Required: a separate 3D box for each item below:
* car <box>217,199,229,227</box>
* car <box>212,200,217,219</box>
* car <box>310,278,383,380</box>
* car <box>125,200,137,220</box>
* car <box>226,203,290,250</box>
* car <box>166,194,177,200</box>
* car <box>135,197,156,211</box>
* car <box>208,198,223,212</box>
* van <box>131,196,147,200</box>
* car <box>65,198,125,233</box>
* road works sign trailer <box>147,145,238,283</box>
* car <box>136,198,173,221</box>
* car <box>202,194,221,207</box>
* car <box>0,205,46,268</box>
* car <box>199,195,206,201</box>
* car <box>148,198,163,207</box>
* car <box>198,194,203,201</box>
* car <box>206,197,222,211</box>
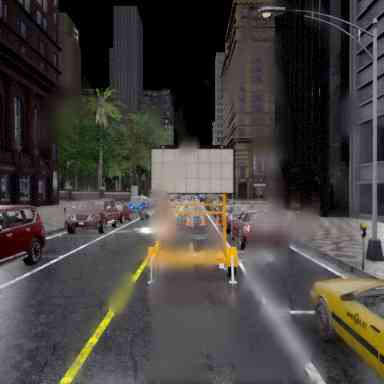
[{"bbox_3d":[2.784,1.442,19.743,1.967,1.590,4.097,0,0,0],"label":"car"},{"bbox_3d":[2.790,1.549,25.168,1.887,1.381,4.507,0,0,0],"label":"car"},{"bbox_3d":[2.765,1.525,3.638,1.752,1.417,4.829,0,0,0],"label":"car"},{"bbox_3d":[-5.734,1.549,25.191,1.887,1.381,4.507,0,0,0],"label":"car"},{"bbox_3d":[2.777,1.441,14.318,1.967,1.590,4.097,0,0,0],"label":"car"},{"bbox_3d":[-5.660,1.560,84.182,2.008,1.369,4.403,0,0,0],"label":"car"},{"bbox_3d":[-5.714,1.451,41.470,1.967,1.590,4.097,0,0,0],"label":"car"},{"bbox_3d":[2.798,1.558,30.593,2.008,1.369,4.403,0,0,0],"label":"car"},{"bbox_3d":[-5.721,1.350,36.044,1.690,1.788,3.998,0,0,0],"label":"van"},{"bbox_3d":[-5.742,1.317,19.766,2.192,1.841,5.009,0,0,0],"label":"car"},{"bbox_3d":[0.013,0.464,9.596,2.380,3.560,2.880,0,0,0],"label":"road works sign trailer"},{"bbox_3d":[-2.966,1.497,26.958,2.128,1.511,4.902,0,0,0],"label":"car"},{"bbox_3d":[2.811,1.326,41.444,2.192,1.841,5.009,0,0,0],"label":"car"},{"bbox_3d":[-5.755,1.315,8.914,2.192,1.841,5.009,0,0,0],"label":"car"},{"bbox_3d":[2.872,1.532,89.742,1.752,1.417,4.829,0,0,0],"label":"car"},{"bbox_3d":[-5.700,1.595,52.322,1.802,1.307,4.206,0,0,0],"label":"car"},{"bbox_3d":[2.858,1.576,78.731,1.947,1.339,4.313,0,0,0],"label":"car"},{"bbox_3d":[2.805,1.534,36.188,1.752,1.417,4.829,0,0,0],"label":"car"}]
